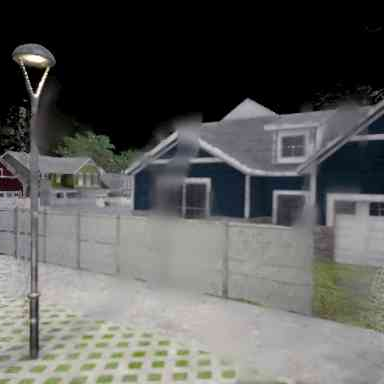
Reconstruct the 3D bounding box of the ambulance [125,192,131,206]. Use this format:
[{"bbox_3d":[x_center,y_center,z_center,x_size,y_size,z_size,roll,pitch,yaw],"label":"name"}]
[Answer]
[{"bbox_3d":[-7.172,1.237,46.334,2.351,2.431,6.366,1,0,16],"label":"ambulance"}]
